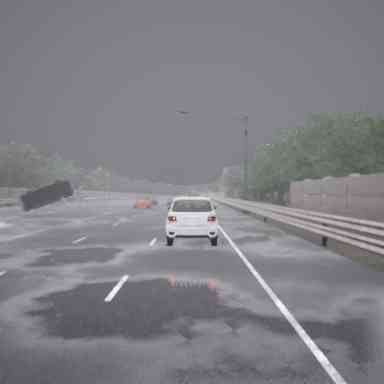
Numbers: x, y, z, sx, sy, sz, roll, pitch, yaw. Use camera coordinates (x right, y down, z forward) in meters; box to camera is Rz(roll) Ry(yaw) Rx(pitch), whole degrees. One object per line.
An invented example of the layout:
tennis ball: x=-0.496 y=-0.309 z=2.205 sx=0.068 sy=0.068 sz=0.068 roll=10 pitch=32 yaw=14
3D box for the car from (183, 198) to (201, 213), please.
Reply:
car: x=0.002 y=1.489 z=37.333 sx=1.882 sy=1.535 sz=5.008 roll=0 pitch=0 yaw=0

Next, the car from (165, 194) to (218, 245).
car: x=0.000 y=1.223 z=15.627 sx=2.150 sy=2.045 sz=5.566 roll=0 pitch=0 yaw=0

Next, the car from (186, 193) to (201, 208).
car: x=0.261 y=1.254 z=51.236 sx=2.150 sy=2.045 sz=5.566 roll=0 pitch=0 yaw=0

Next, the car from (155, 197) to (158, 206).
car: x=-6.962 y=1.443 z=56.557 sx=2.097 sy=1.767 sz=4.553 roll=0 pitch=0 yaw=1

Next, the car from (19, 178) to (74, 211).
car: x=-15.085 y=0.296 z=34.705 sx=5.357 sy=2.033 sz=1.411 roll=-21 pitch=0 yaw=-9

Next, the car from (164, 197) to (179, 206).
car: x=-3.459 y=1.619 z=56.605 sx=2.033 sy=1.411 sz=5.357 roll=0 pitch=0 yaw=1

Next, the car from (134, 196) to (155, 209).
car: x=-7.001 y=1.417 z=47.803 sx=2.097 sy=1.767 sz=4.553 roll=0 pitch=0 yaw=0
